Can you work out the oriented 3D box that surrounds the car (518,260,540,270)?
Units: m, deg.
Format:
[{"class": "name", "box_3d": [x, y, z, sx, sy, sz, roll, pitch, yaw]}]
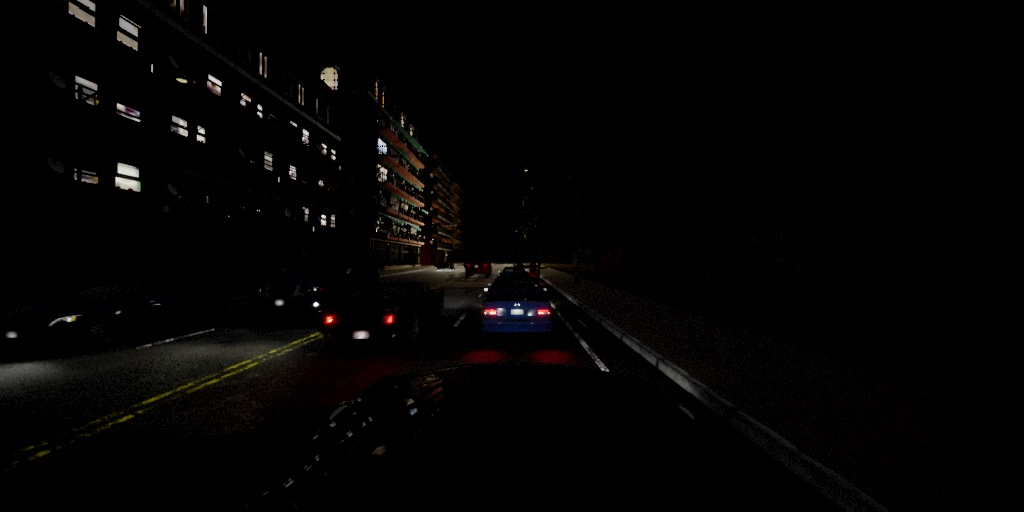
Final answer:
[{"class": "car", "box_3d": [1.167, 1.103, 29.802, 2.097, 1.767, 4.553, 0, 0, 0]}]

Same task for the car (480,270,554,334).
[{"class": "car", "box_3d": [0.110, 1.299, 10.534, 2.033, 1.411, 5.357, 0, 0, 0]}]

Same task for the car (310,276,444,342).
[{"class": "car", "box_3d": [-3.145, 1.352, 9.711, 1.895, 1.301, 4.718, 0, 0, 0]}]

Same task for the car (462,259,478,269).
[{"class": "car", "box_3d": [-6.531, 1.228, 56.136, 1.882, 1.535, 5.008, 0, 0, 0]}]

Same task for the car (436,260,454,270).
[{"class": "car", "box_3d": [-9.790, 1.314, 52.610, 1.994, 1.385, 4.181, 0, 0, 0]}]

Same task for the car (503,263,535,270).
[{"class": "car", "box_3d": [0.113, 1.316, 20.867, 1.994, 1.385, 4.181, 0, 0, 1]}]

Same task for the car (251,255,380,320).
[{"class": "car", "box_3d": [-6.591, 0.973, 12.924, 2.150, 2.045, 5.566, 0, 0, 0]}]

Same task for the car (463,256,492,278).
[{"class": "car", "box_3d": [-3.116, 0.976, 34.129, 2.150, 2.045, 5.566, 0, 0, 0]}]

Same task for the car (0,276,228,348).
[{"class": "car", "box_3d": [-9.830, 1.277, 9.377, 1.812, 1.442, 4.674, 0, 0, 0]}]
